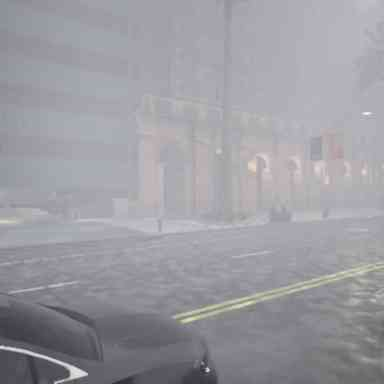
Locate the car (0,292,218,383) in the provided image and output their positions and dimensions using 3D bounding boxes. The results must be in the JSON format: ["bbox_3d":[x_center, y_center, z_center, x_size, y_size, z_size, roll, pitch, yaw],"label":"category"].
[{"bbox_3d":[-2.016,1.508,2.360,4.892,1.490,1.837,0,0,-35],"label":"car"}]

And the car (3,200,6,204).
[{"bbox_3d":[-28.663,1.424,55.190,4.786,1.482,2.161,0,0,-36],"label":"car"}]

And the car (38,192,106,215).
[{"bbox_3d":[-10.861,1.020,30.917,5.566,2.045,2.435,0,0,-36],"label":"car"}]

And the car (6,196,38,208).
[{"bbox_3d":[-22.271,1.468,45.501,4.718,1.301,1.895,0,0,-36],"label":"car"}]
